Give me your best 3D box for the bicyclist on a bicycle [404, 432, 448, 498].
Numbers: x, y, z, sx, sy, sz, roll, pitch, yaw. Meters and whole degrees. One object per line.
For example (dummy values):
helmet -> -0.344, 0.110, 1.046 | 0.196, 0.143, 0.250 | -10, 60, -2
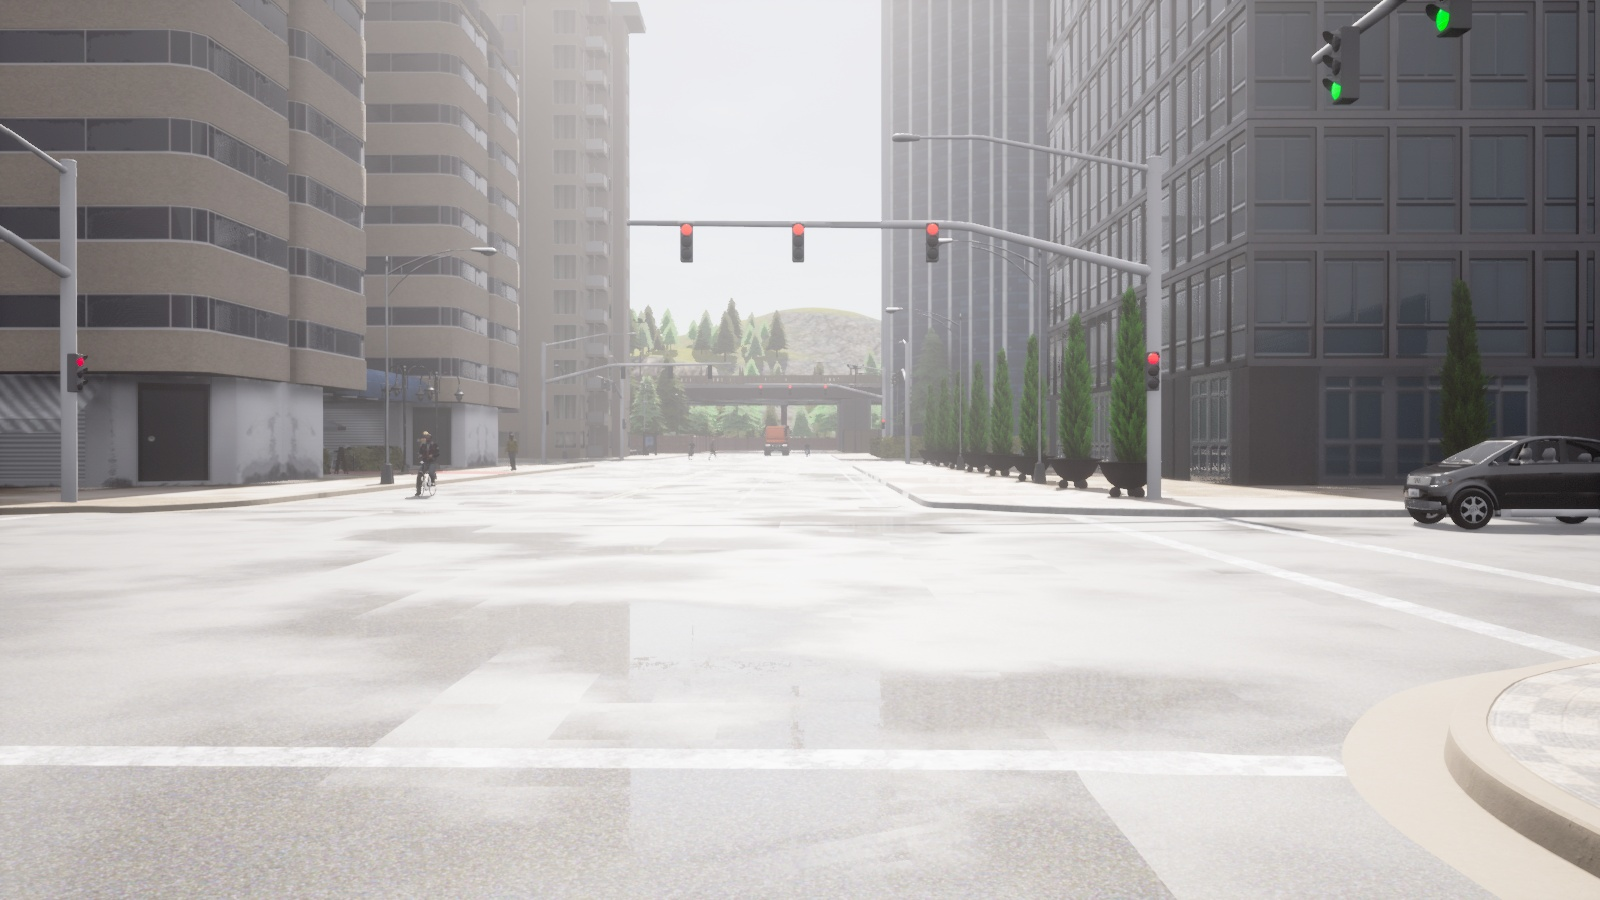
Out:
bicyclist on a bicycle -> -10.291, 0.412, 34.588 | 0.659, 1.776, 1.843 | 0, 0, 0

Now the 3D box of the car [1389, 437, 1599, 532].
car -> 12.269, 0.558, 21.319 | 3.705, 1.549, 1.789 | 0, 0, 1

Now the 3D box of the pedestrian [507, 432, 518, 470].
pedestrian -> -13.962, 0.047, 60.941 | 0.370, 1.835, 0.726 | 0, 0, -1
